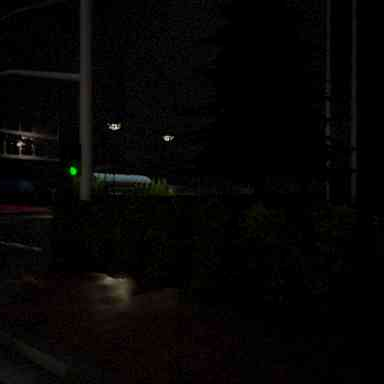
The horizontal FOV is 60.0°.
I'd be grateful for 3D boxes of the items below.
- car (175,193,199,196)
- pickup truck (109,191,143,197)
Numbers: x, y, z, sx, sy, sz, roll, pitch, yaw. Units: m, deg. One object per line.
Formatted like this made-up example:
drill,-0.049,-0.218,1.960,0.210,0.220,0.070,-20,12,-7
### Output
car,-1.047,1.132,39.296,2.150,2.045,5.566,0,0,35
pickup truck,-10.790,0.908,54.155,6.274,2.098,2.390,0,0,-24
